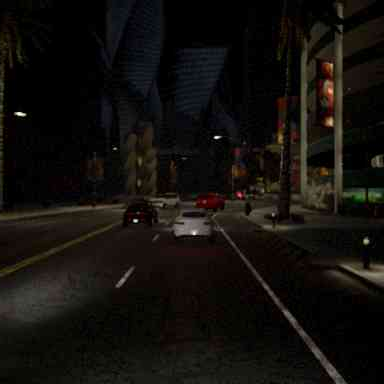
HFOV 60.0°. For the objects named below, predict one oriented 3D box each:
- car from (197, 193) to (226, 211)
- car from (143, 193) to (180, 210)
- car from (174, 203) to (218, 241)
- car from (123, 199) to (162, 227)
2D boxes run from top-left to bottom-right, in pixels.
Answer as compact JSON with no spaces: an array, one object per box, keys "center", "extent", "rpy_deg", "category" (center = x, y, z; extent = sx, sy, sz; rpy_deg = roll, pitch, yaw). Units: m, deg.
[{"center":[2.202,1.171,37.464],"extent":[2.150,2.045,5.566],"rpy_deg":[0,0,19],"category":"car"},{"center":[-3.479,1.164,42.390],"extent":[2.150,2.045,5.566],"rpy_deg":[0,0,24],"category":"car"},{"center":[0.088,1.503,16.446],"extent":[1.812,1.442,4.674],"rpy_deg":[0,0,0],"category":"car"},{"center":[-3.376,1.475,22.460],"extent":[1.837,1.490,4.892],"rpy_deg":[0,0,0],"category":"car"}]
